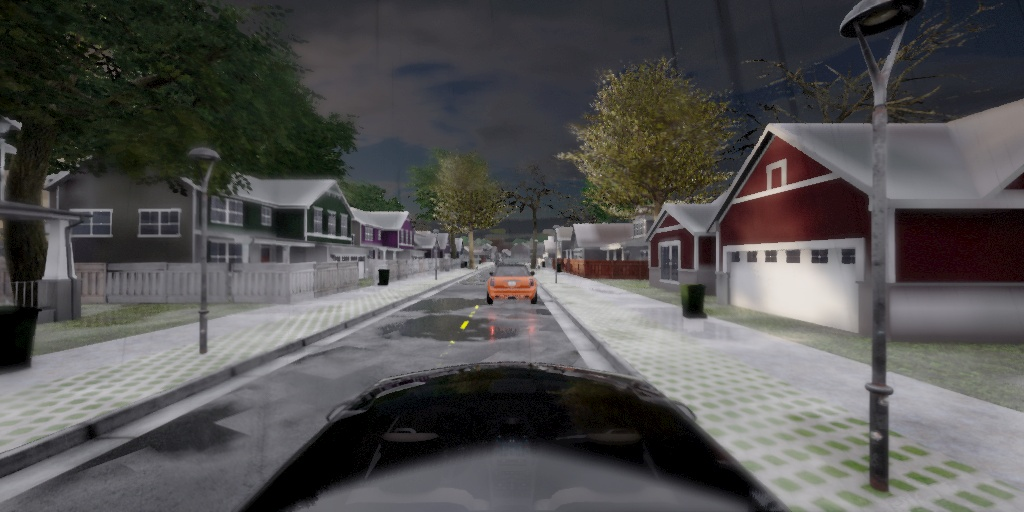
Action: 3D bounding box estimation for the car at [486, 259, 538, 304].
[{"bbox_3d":[0.000,1.124,16.471,2.097,1.767,4.553,0,0,0],"label":"car"}]
